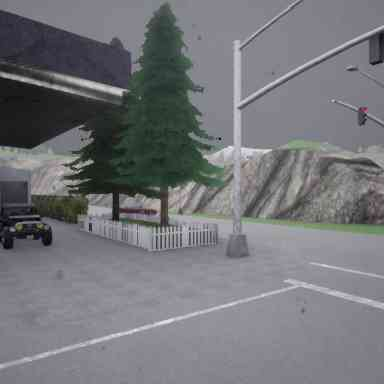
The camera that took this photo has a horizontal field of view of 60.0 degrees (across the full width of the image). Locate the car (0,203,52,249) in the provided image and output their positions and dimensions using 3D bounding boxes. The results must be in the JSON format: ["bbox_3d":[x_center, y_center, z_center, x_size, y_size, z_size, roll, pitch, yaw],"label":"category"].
[{"bbox_3d":[-8.047,1.505,15.803,1.905,1.878,3.866,0,0,-37],"label":"car"}]

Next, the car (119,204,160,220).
[{"bbox_3d":[-4.814,1.792,30.130,1.895,1.301,4.718,0,0,-36],"label":"car"}]
